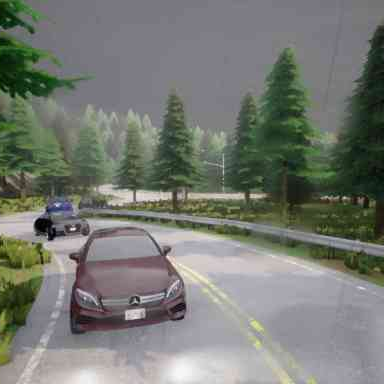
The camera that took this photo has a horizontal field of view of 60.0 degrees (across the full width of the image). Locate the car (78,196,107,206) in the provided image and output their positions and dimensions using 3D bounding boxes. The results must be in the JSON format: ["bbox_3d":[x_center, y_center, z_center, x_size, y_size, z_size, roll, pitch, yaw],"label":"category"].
[{"bbox_3d":[-12.660,1.289,42.808,2.097,1.767,4.553,2,2,13],"label":"car"}]

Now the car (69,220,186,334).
[{"bbox_3d":[-1.512,1.523,7.052,1.812,1.442,4.674,-2,0,-17],"label":"car"}]

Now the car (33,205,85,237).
[{"bbox_3d":[-7.030,1.664,17.757,1.994,1.385,4.181,-4,2,-38],"label":"car"}]

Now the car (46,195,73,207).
[{"bbox_3d":[-12.818,1.326,32.223,2.150,2.045,5.566,-1,0,-18],"label":"car"}]
